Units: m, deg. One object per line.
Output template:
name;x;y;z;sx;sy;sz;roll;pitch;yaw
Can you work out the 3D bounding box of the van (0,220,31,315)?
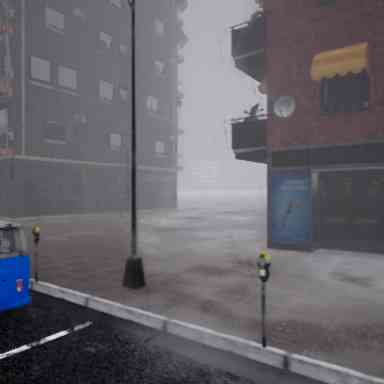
van;-4.712;1.336;6.237;3.998;1.788;1.690;0;0;35
